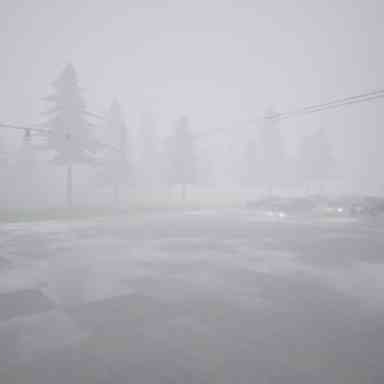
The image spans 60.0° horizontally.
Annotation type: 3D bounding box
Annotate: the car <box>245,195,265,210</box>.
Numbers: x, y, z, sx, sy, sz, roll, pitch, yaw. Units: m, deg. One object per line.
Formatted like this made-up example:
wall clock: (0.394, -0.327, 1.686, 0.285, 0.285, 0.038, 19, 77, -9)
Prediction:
car: (7.695, 1.028, 34.882, 5.008, 1.535, 1.882, -1, 1, -38)

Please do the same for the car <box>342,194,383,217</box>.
car: (14.680, 1.130, 27.027, 4.902, 1.511, 2.128, -1, 1, -38)

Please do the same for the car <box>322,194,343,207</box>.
car: (17.700, 1.042, 38.196, 5.357, 1.411, 2.033, -1, 1, -37)

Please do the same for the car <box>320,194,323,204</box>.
car: (15.022, 0.960, 40.552, 4.902, 1.511, 2.128, -1, 1, -38)

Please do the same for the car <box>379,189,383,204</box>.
car: (28.650, 0.596, 46.598, 5.566, 2.045, 2.150, -1, 1, -37)

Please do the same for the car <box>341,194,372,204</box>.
car: (23.200, 0.980, 46.836, 4.718, 1.301, 1.895, -1, 1, -37)

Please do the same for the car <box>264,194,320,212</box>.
car: (9.727, 1.130, 32.038, 5.357, 1.411, 2.033, -1, 1, -38)
